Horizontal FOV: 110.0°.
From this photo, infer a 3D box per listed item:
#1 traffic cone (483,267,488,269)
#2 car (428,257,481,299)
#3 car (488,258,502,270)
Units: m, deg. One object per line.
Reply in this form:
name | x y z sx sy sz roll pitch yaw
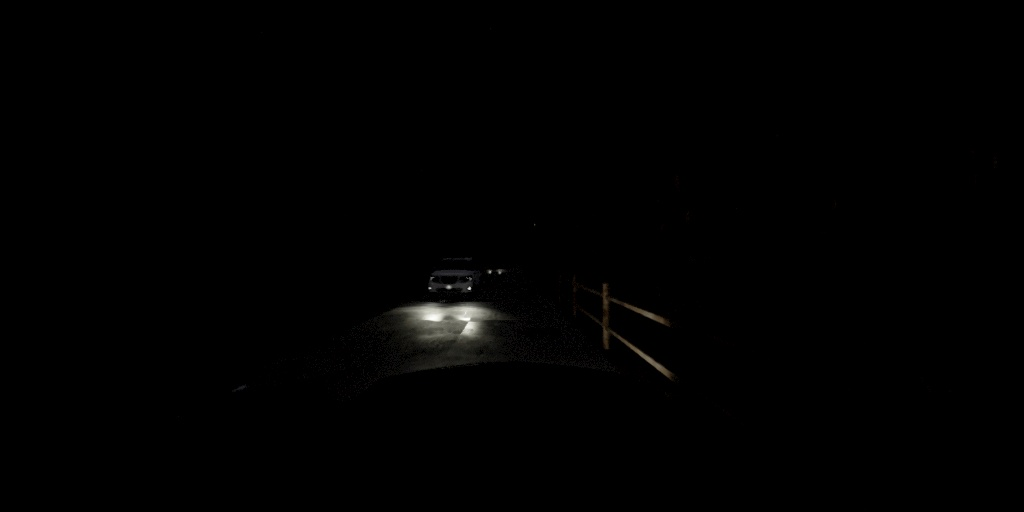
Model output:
traffic cone | -4.842 1.814 62.810 0.340 0.580 0.340 0 0 13
car | -2.854 1.056 18.973 2.150 2.045 5.566 0 0 0
car | -2.800 1.339 61.302 2.150 2.045 5.566 0 0 1
